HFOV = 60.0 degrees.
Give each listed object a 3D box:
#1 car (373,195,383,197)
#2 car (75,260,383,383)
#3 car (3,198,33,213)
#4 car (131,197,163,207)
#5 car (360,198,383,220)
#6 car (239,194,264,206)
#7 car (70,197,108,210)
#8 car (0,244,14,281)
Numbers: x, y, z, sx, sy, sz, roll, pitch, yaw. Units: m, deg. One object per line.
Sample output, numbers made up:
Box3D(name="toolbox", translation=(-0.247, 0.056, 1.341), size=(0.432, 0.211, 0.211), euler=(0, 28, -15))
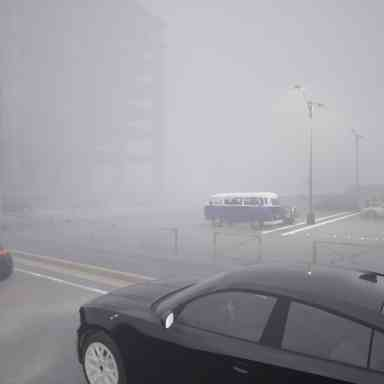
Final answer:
Box3D(name="car", translation=(17.953, 1.153, 29.282), size=(4.605, 1.855, 1.932), euler=(0, 0, 36))
Box3D(name="car", translation=(0.865, 1.478, 3.378), size=(5.008, 1.535, 1.882), euler=(0, 0, 36))
Box3D(name="car", translation=(-18.750, 1.422, 33.555), size=(1.882, 1.535, 5.008), euler=(0, 0, 36))
Box3D(name="car", translation=(-6.741, 1.492, 50.415), size=(2.033, 1.411, 5.357), euler=(0, 0, 36))
Box3D(name="car", translation=(14.728, 1.395, 24.730), size=(3.806, 1.475, 1.970), euler=(0, 0, 36))
Box3D(name="car", translation=(11.436, 1.545, 63.581), size=(1.895, 1.301, 4.718), euler=(0, 0, 35))
Box3D(name="car", translation=(-12.906, 1.422, 41.759), size=(1.882, 1.535, 5.008), euler=(0, 0, 35))
Box3D(name="car", translation=(-6.456, 1.564, 8.588), size=(4.181, 1.385, 1.994), euler=(0, 0, 36))
